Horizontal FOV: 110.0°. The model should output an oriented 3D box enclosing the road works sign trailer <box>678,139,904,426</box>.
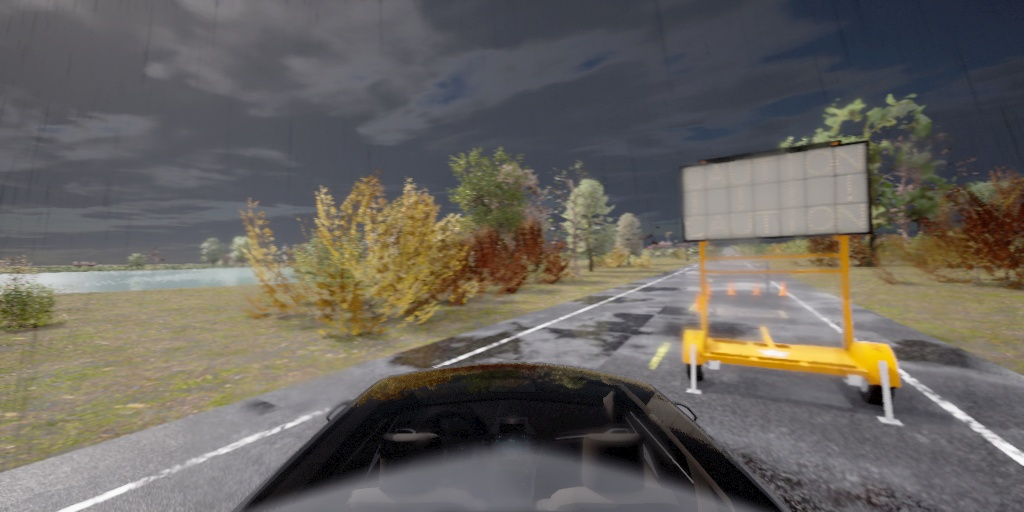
[{"bbox_3d":[4.166,0.130,5.774,2.380,3.560,2.880,0,0,31],"label":"road works sign trailer"}]
